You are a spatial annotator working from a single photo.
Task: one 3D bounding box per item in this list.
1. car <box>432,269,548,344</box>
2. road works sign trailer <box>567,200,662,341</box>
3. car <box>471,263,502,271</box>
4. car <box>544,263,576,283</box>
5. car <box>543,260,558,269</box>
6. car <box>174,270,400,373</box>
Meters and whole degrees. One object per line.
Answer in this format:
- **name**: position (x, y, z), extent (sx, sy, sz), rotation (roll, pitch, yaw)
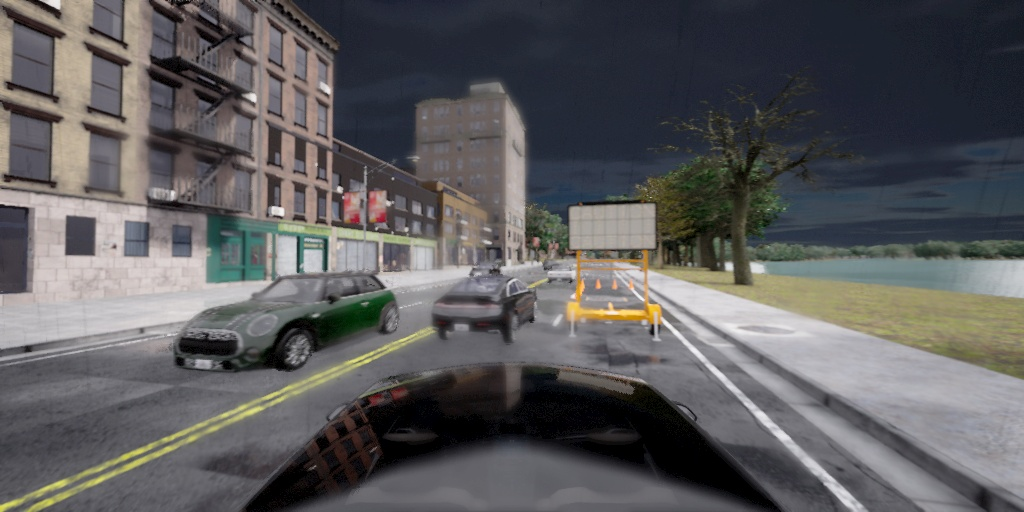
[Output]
- **car**: position (-0.486, 1.295, 9.892), extent (2.128, 1.511, 4.902), rotation (0, 0, 14)
- **road works sign trailer**: position (2.829, 0.253, 10.187), extent (2.380, 3.560, 2.880), rotation (0, 0, 14)
- **car**: position (-2.222, 1.363, 31.242), extent (2.128, 1.511, 4.902), rotation (0, 0, 14)
- **car**: position (4.086, 1.432, 28.819), extent (1.895, 1.301, 4.718), rotation (0, 0, 14)
- **car**: position (5.459, 1.341, 49.192), extent (1.837, 1.490, 4.892), rotation (0, -1, 14)
- **car**: position (-4.492, 1.167, 8.005), extent (2.097, 1.767, 4.553), rotation (0, 0, 14)
